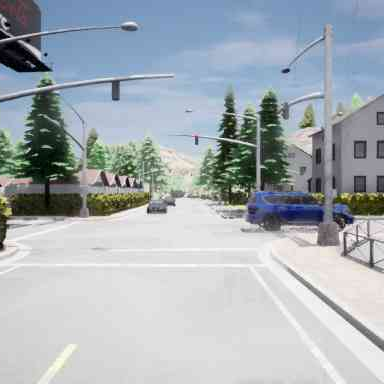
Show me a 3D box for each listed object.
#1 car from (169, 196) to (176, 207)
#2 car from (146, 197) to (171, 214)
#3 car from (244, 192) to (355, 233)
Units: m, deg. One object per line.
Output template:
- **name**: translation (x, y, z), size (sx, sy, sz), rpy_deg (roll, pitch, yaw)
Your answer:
- **car**: translation (-3.580, 1.477, 52.098), size (1.882, 1.535, 5.008), rpy_deg (0, 0, 0)
- **car**: translation (-3.608, 1.564, 34.941), size (1.994, 1.385, 4.181), rpy_deg (0, 0, 0)
- **car**: translation (5.576, 1.027, 17.702), size (5.566, 2.045, 2.150), rpy_deg (0, 1, 1)
